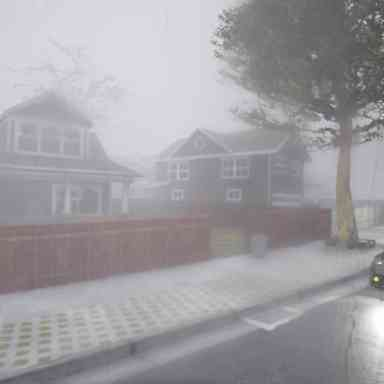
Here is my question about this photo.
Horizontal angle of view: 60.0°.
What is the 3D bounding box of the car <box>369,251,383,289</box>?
[{"bbox_3d":[6.092,1.669,8.292,4.181,1.385,1.994,1,0,-42],"label":"car"}]
